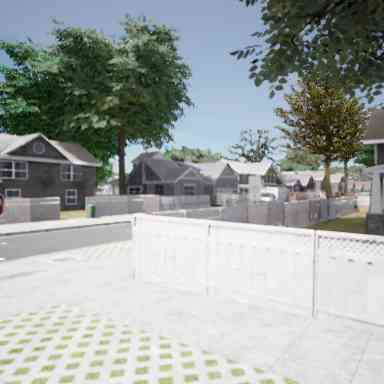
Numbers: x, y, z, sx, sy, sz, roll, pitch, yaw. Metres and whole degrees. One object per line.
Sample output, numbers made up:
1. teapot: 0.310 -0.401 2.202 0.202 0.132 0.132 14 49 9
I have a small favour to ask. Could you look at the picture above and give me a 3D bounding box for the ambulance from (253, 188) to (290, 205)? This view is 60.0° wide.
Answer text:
1. ambulance: 9.170 0.757 38.323 2.351 2.431 6.366 0 0 36
